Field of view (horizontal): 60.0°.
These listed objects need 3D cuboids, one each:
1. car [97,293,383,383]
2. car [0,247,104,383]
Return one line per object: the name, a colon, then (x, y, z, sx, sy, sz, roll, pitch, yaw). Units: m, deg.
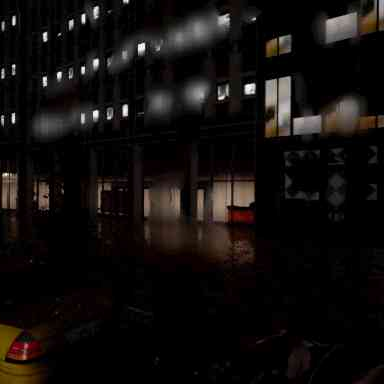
car: (1.673, 1.440, 1.666, 4.097, 1.590, 1.967, 0, 1, 36)
car: (-3.085, 1.524, 5.075, 4.829, 1.417, 1.752, 0, 1, 36)
